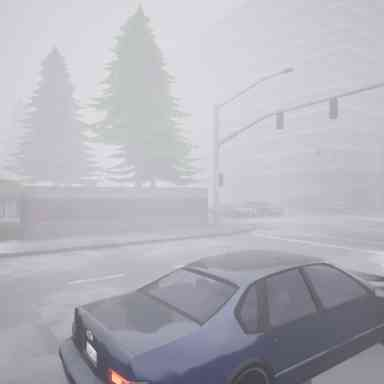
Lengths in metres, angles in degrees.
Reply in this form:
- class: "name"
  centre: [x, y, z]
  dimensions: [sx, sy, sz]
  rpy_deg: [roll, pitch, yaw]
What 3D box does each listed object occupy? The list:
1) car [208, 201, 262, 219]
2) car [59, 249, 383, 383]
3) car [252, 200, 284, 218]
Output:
- class: "car"
  centre: [3.548, 1.651, 29.367]
  dimensions: [1.895, 1.301, 4.718]
  rpy_deg: [0, 0, -35]
- class: "car"
  centre: [1.110, 1.547, 4.573]
  dimensions: [5.357, 1.411, 2.033]
  rpy_deg: [0, 0, -35]
- class: "car"
  centre: [6.425, 1.554, 31.363]
  dimensions: [1.837, 1.490, 4.892]
  rpy_deg: [0, 0, -35]
